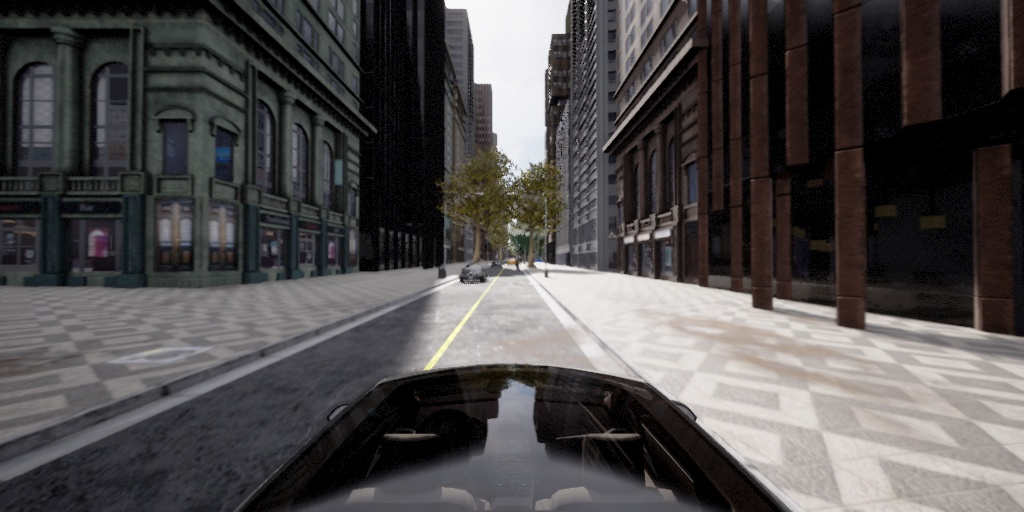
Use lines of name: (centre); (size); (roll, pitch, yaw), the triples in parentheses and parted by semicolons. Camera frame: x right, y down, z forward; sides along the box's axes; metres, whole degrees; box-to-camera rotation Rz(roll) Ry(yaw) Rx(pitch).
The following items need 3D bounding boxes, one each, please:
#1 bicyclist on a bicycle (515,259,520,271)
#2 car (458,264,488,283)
bicyclist on a bicycle: (0.828, 1.388, 51.527); (0.582, 1.620, 1.656); (0, -1, 0)
car: (-3.096, 1.374, 29.253); (1.812, 1.442, 4.674); (0, 0, 0)
